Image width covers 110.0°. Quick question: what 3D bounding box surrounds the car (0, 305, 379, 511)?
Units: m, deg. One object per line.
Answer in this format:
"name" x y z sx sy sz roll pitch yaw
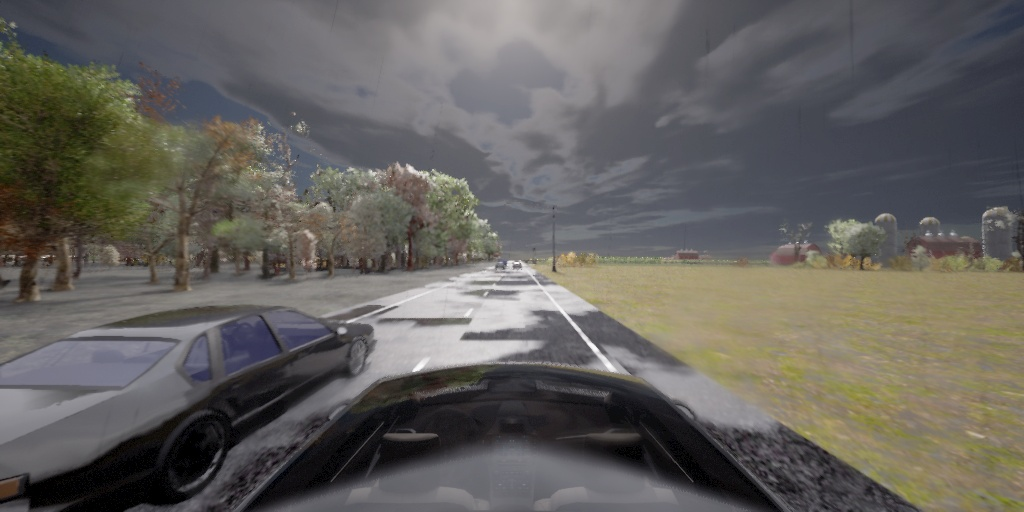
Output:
"car" -3.476 1.313 4.333 2.033 1.411 5.357 0 -1 1
